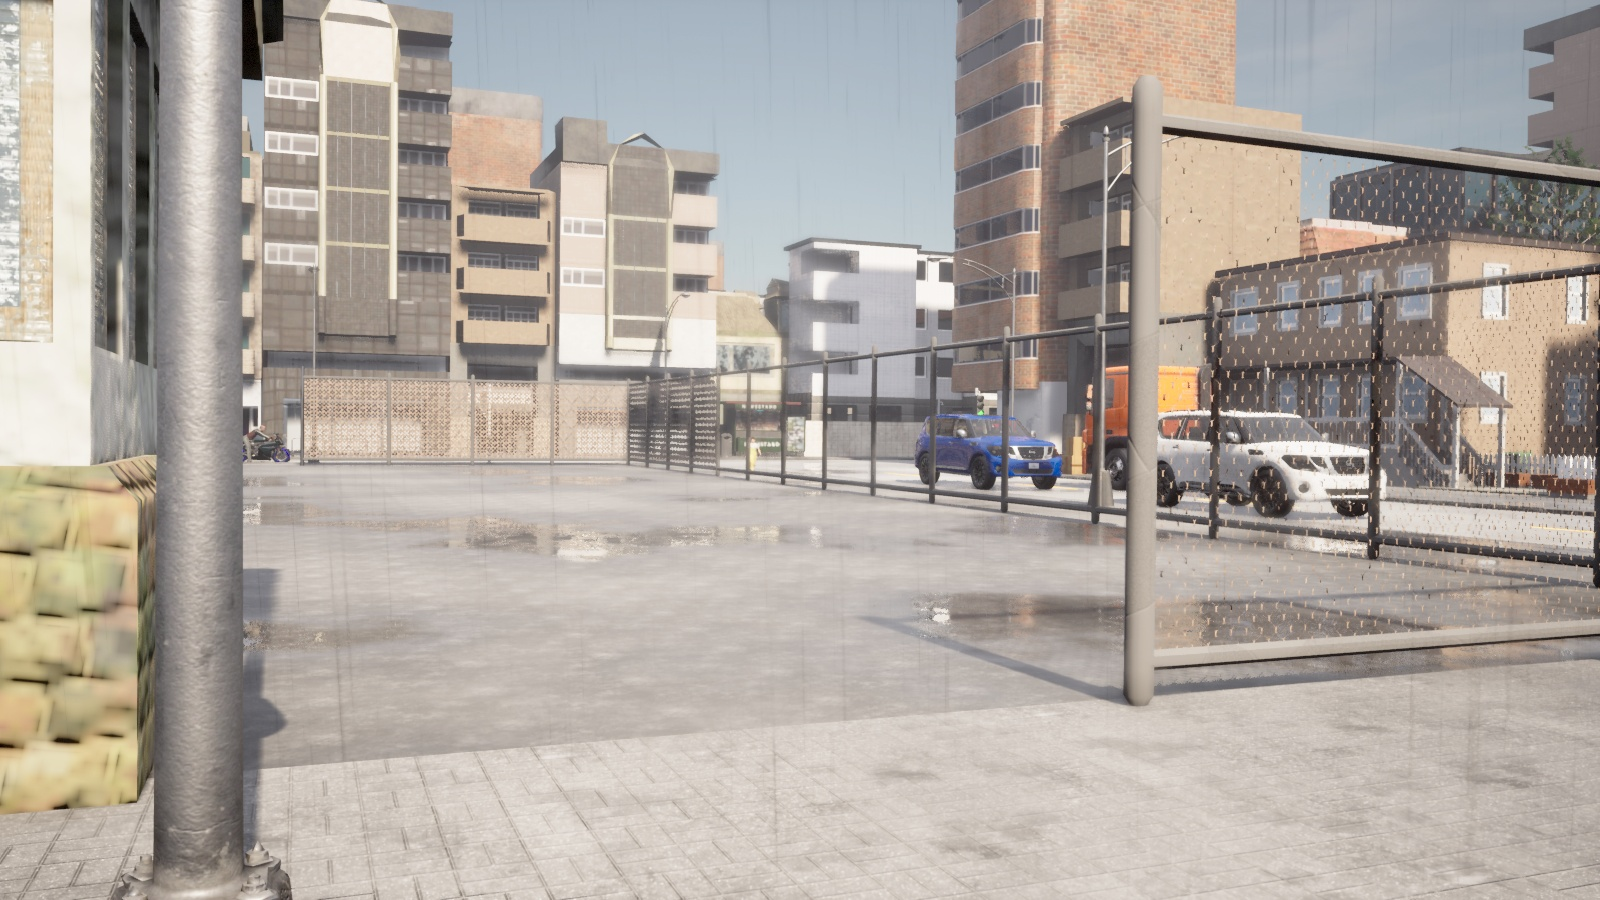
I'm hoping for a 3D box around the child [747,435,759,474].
[{"bbox_3d":[-1.541,0.138,40.936,0.270,1.263,0.437,-1,1,-20],"label":"child"}]

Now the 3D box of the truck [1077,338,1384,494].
[{"bbox_3d":[10.582,-0.818,31.993,2.891,3.462,7.936,-1,1,-22],"label":"truck"}]

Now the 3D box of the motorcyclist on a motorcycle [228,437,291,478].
[{"bbox_3d":[-20.998,0.266,48.809,2.191,1.530,0.866,-1,1,-22],"label":"motorcyclist on a motorcycle"}]

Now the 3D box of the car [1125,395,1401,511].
[{"bbox_3d":[9.047,0.009,25.220,2.150,2.045,5.566,-1,1,-19],"label":"car"}]

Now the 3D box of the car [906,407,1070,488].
[{"bbox_3d":[5.106,-0.109,35.091,2.150,2.045,5.566,-1,1,-20],"label":"car"}]
